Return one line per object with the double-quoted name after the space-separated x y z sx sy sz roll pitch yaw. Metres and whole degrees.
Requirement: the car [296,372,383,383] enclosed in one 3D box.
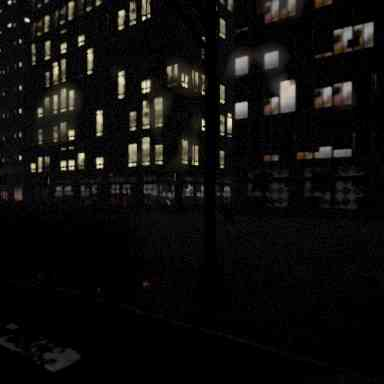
2.440 1.526 1.129 4.829 1.417 1.752 0 0 36 "car"
